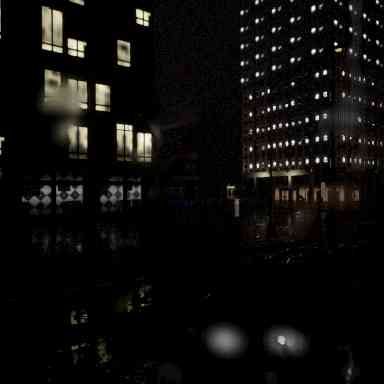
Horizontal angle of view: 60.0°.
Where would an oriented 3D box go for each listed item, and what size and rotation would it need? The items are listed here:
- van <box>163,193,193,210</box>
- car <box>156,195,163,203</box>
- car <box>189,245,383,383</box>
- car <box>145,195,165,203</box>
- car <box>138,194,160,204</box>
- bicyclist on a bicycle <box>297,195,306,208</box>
[{"bbox_3d":[-1.488,1.210,40.226,1.690,1.788,3.998,0,0,-34],"label":"van"},{"bbox_3d":[-3.887,1.035,58.682,2.192,1.841,5.009,0,0,-34],"label":"car"},{"bbox_3d":[2.025,1.563,5.041,4.181,1.385,1.994,0,0,-35],"label":"car"},{"bbox_3d":[-6.997,1.237,63.266,1.887,1.381,4.507,0,0,-34],"label":"car"},{"bbox_3d":[-7.820,1.203,59.853,1.882,1.535,5.008,-1,1,-34],"label":"car"},{"bbox_3d":[12.902,1.117,39.178,1.656,1.620,0.582,-1,1,-34],"label":"bicyclist on a bicycle"}]
